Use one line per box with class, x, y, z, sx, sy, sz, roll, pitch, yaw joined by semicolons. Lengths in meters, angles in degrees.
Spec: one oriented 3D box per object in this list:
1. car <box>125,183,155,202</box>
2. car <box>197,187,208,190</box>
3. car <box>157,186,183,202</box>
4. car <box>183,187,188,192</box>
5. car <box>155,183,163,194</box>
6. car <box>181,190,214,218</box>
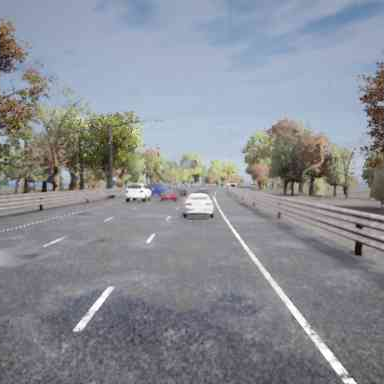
car;-6.033;0.052;38.027;2.150;2.045;5.566;0;2;3
car;1.534;0.074;46.176;2.128;1.511;4.902;0;2;3
car;-2.486;0.371;38.770;1.994;1.385;4.181;0;2;3
car;-1.710;-0.080;51.322;2.128;1.511;4.902;0;2;4
car;-5.296;-0.320;50.387;2.150;2.045;5.566;0;2;4
car;0.450;0.841;22.059;1.812;1.442;4.674;0;2;2
